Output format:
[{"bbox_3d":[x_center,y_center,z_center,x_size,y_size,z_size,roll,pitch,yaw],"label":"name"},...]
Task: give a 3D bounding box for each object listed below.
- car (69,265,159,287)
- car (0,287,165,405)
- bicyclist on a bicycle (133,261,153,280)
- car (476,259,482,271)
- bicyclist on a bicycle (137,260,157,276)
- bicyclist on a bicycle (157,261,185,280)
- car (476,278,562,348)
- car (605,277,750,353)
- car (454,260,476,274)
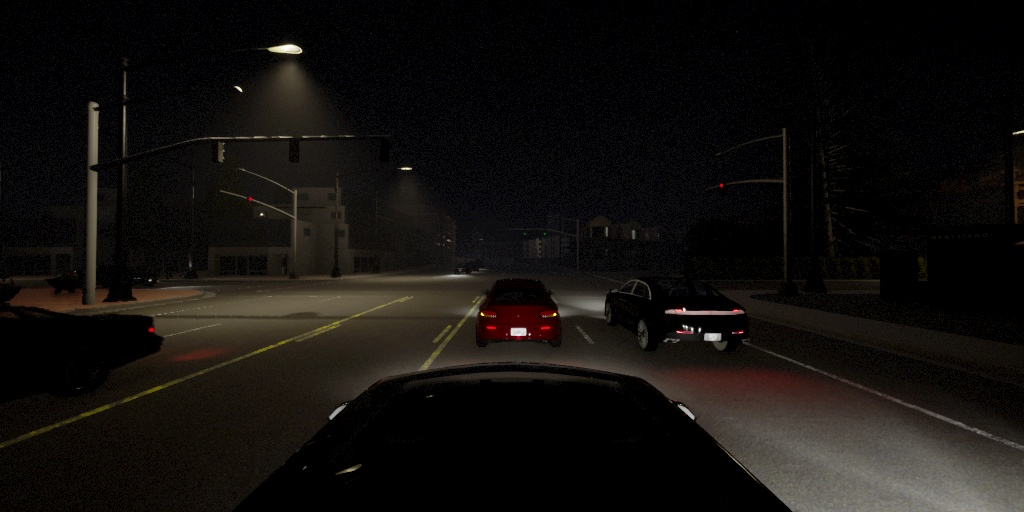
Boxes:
[{"bbox_3d":[-25.854,1.332,23.277,4.892,1.490,1.837,0,-1,1],"label":"car"},{"bbox_3d":[-7.076,1.301,3.873,2.033,1.411,5.357,0,0,1],"label":"car"},{"bbox_3d":[-32.648,1.246,31.730,1.656,1.620,0.582,1,0,19],"label":"bicyclist on a bicycle"},{"bbox_3d":[-6.378,1.643,57.159,1.837,1.490,4.892,0,0,1],"label":"car"},{"bbox_3d":[-31.200,1.139,31.237,1.656,1.620,0.582,22,6,-23],"label":"bicyclist on a bicycle"},{"bbox_3d":[-29.284,1.231,31.012,1.656,1.620,0.582,1,-1,-22],"label":"bicyclist on a bicycle"},{"bbox_3d":[0.166,1.288,9.132,1.812,1.442,4.674,0,0,1],"label":"car"},{"bbox_3d":[3.656,1.250,8.876,2.128,1.511,4.902,0,0,1],"label":"car"},{"bbox_3d":[-6.510,1.589,47.822,2.128,1.511,4.902,0,0,1],"label":"car"}]
